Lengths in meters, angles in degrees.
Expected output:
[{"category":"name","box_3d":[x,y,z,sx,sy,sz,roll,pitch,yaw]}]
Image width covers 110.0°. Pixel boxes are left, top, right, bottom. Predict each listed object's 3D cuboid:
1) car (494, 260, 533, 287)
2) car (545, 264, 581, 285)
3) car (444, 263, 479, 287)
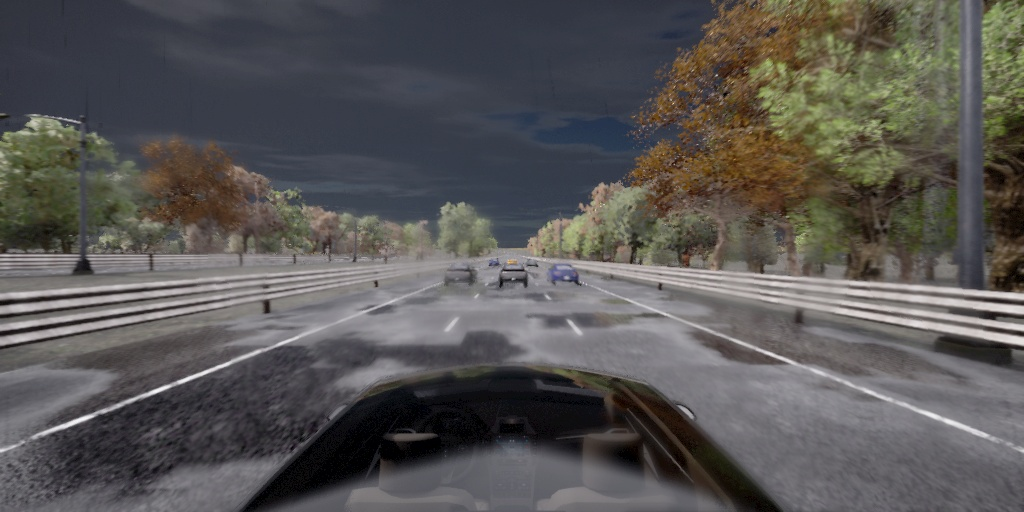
[{"category":"car","box_3d":[0.099,1.235,24.769,2.128,1.511,4.902,0,0,0]},{"category":"car","box_3d":[3.595,1.268,25.577,1.812,1.442,4.674,0,0,0]},{"category":"car","box_3d":[-3.402,1.235,24.636,2.128,1.511,4.902,0,0,0]}]
